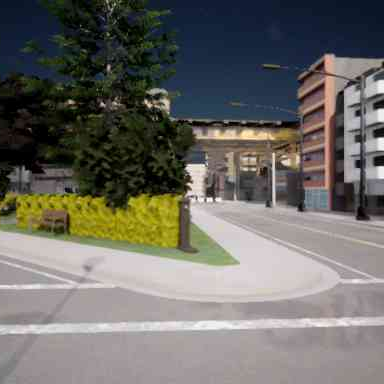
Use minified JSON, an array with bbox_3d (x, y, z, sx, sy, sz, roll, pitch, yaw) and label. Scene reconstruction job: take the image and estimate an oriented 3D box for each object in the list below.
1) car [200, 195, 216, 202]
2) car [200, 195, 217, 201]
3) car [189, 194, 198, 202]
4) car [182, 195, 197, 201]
[{"bbox_3d":[3.614,1.426,75.080,2.038,1.542,4.974,0,0,-26],"label":"car"},{"bbox_3d":[3.590,1.269,75.127,1.853,1.218,4.536,0,0,-26],"label":"car"},{"bbox_3d":[-0.556,1.432,74.958,2.038,1.542,4.974,0,0,19],"label":"car"},{"bbox_3d":[-0.540,1.274,75.007,1.853,1.218,4.536,0,0,19],"label":"car"}]
